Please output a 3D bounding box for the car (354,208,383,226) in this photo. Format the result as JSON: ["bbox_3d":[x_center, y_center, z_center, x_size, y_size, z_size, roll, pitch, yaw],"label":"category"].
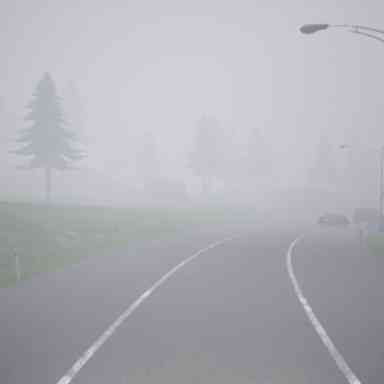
[{"bbox_3d":[22.193,3.104,41.308,5.566,2.045,2.150,5,-1,-36],"label":"car"}]

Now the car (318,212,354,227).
[{"bbox_3d":[14.845,2.835,34.785,1.994,1.385,4.181,2,-2,44],"label":"car"}]
